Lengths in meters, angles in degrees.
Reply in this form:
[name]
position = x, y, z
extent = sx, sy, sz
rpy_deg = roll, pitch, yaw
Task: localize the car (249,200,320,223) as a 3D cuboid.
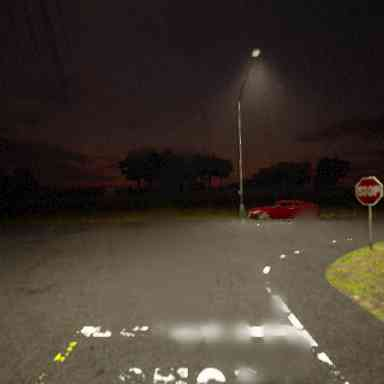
[car]
position = 6.153, 1.260, 22.302
extent = 4.674, 1.442, 1.812
rpy_deg = -1, -1, -1
